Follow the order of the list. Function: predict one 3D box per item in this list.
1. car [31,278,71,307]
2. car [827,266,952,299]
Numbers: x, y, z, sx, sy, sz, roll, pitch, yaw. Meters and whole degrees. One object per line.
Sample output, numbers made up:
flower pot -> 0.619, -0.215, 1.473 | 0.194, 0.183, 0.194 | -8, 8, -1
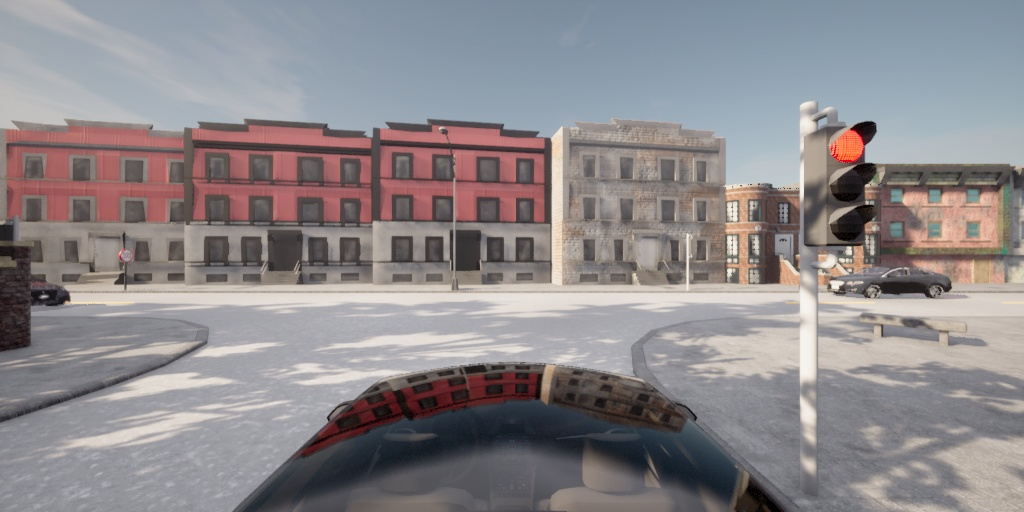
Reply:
car -> -19.141, 1.312, 13.142 | 4.181, 1.385, 1.994 | 0, 0, 0
car -> 18.123, 1.239, 17.365 | 4.902, 1.511, 2.128 | 0, 0, 0
